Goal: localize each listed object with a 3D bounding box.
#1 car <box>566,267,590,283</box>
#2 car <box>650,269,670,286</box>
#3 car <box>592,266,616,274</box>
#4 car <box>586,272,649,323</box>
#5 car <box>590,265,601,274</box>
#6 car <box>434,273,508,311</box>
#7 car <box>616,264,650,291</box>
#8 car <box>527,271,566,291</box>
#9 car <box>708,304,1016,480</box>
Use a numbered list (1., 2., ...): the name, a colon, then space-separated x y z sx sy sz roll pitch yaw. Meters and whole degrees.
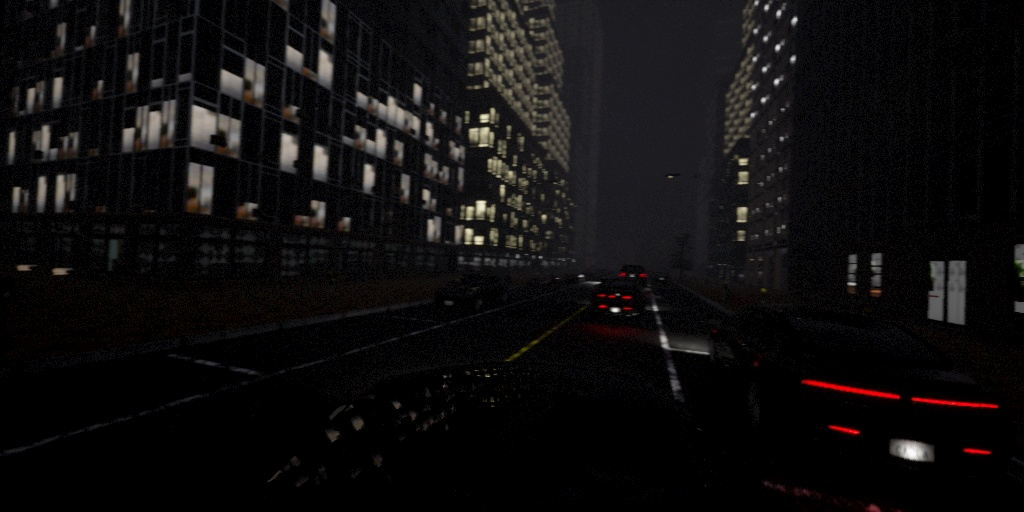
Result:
1. car: 6.293 1.964 36.478 2.007 1.370 4.403 0 0 20
2. car: 16.111 2.435 38.907 1.948 1.339 4.313 0 0 20
3. car: 10.667 2.214 40.641 1.994 1.385 4.181 2 -1 21
4. car: 4.253 1.581 14.097 1.837 1.490 4.892 2 -1 20
5. car: 10.223 2.246 47.158 1.888 1.381 4.507 0 0 20
6. car: -1.567 1.399 15.116 1.948 1.339 4.313 0 0 20
7. car: 10.505 1.759 31.057 2.150 2.045 5.566 2 -1 20
8. car: 2.363 1.706 25.795 1.802 1.307 4.207 0 0 20
9. car: 4.280 1.483 5.359 1.837 1.490 4.892 2 -1 20
